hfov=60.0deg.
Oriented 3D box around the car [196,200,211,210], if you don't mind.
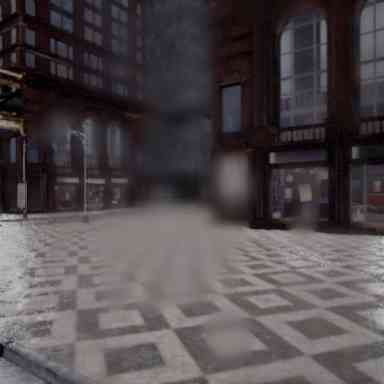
[{"bbox_3d":[2.635,1.984,52.505,1.882,1.535,5.008,0,-1,36],"label":"car"}]
